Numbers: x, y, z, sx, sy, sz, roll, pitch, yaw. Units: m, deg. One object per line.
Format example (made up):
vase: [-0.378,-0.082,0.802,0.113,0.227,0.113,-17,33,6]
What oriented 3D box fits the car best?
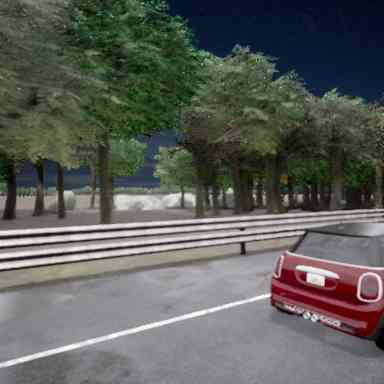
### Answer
car: [3.637,1.354,6.300,4.553,1.767,2.097,0,0,-35]
